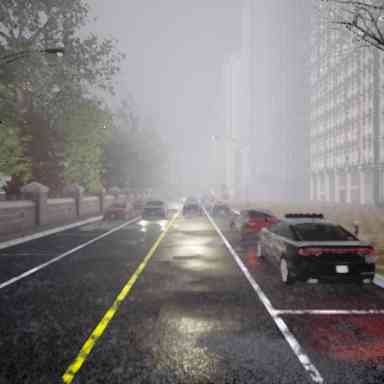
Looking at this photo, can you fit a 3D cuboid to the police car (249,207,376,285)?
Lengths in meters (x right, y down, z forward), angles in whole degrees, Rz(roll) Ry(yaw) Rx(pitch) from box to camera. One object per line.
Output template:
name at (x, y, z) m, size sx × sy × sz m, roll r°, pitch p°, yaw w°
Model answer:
police car at (3.136, 1.397, 9.533) m, size 1.930 × 1.638 × 5.238 m, roll 0°, pitch 0°, yaw 0°

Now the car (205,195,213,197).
car at (2.703, 1.472, 43.067) m, size 1.802 × 1.307 × 4.206 m, roll 0°, pitch 0°, yaw 0°

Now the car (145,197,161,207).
car at (-5.676, 1.424, 48.702) m, size 1.887 × 1.381 × 4.507 m, roll 0°, pitch 0°, yaw 0°

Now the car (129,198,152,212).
car at (-5.679, 1.447, 37.438) m, size 1.887 × 1.381 × 4.507 m, roll 0°, pitch 0°, yaw 0°

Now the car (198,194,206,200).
car at (2.716, 1.261, 88.126) m, size 1.967 × 1.590 × 4.097 m, roll 0°, pitch 0°, yaw 0°

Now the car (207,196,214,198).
car at (2.701, 1.484, 37.435) m, size 1.802 × 1.307 × 4.206 m, roll 0°, pitch 0°, yaw 0°

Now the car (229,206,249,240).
car at (3.153, 1.480, 16.423) m, size 1.812 × 1.442 × 4.674 m, roll 0°, pitch 0°, yaw 0°

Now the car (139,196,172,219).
car at (-3.088, 1.401, 28.527) m, size 1.882 × 1.535 × 5.008 m, roll 0°, pitch 0°, yaw 0°

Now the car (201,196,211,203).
car at (2.709, 1.433, 65.596) m, size 1.802 × 1.307 × 4.206 m, roll 0°, pitch 0°, yaw 0°

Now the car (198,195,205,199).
car at (2.716, 1.398, 93.757) m, size 1.802 × 1.307 × 4.206 m, roll 0°, pitch 0°, yaw 0°

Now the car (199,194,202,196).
car at (0.076, 1.390, 46.386) m, size 1.837 × 1.490 × 4.892 m, roll 0°, pitch 1°, yaw 0°

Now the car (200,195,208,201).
car at (2.713, 1.417, 76.861) m, size 1.802 × 1.307 × 4.206 m, roll 0°, pitch 0°, yaw 0°

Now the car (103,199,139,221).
car at (-5.683, 1.474, 26.173) m, size 1.887 × 1.381 × 4.507 m, roll 0°, pitch 0°, yaw 0°

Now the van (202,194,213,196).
van at (2.706, 1.210, 54.332) m, size 1.690 × 1.788 × 3.998 m, roll 0°, pitch 0°, yaw 0°

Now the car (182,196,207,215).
car at (0.069, 1.407, 32.190) m, size 2.128 × 1.511 × 4.902 m, roll 0°, pitch 0°, yaw 1°

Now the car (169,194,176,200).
car at (-5.665, 1.387, 88.128) m, size 1.947 × 1.339 × 4.313 m, roll 0°, pitch 0°, yaw 0°

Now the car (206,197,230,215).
car at (2.700, 1.466, 31.803) m, size 2.008 × 1.369 × 4.403 m, roll 0°, pitch 0°, yaw 0°
